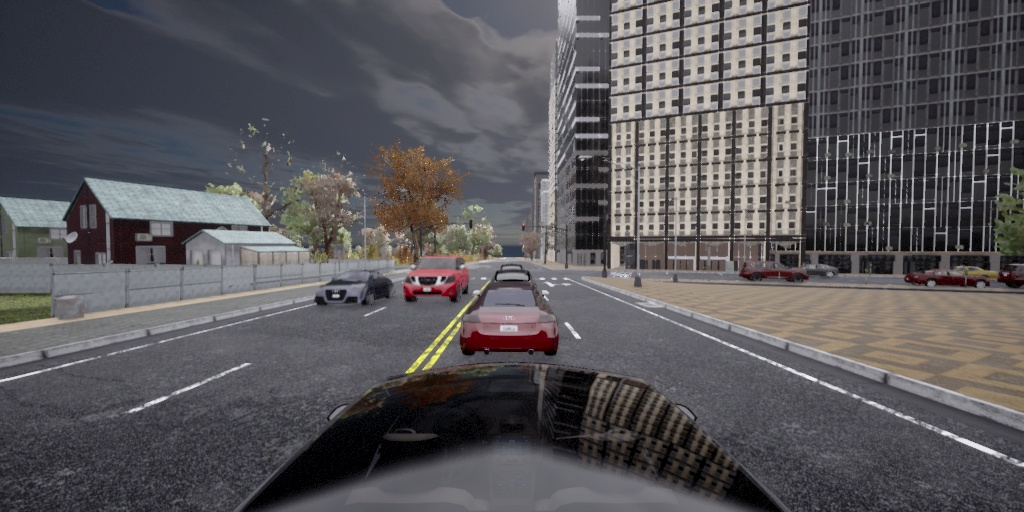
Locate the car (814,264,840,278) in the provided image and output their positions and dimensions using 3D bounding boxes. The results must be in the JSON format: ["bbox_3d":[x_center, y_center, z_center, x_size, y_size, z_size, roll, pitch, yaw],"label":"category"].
[{"bbox_3d":[31.006,1.465,37.172,4.403,1.370,2.007,0,0,20],"label":"car"}]

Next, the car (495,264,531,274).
[{"bbox_3d":[0.030,1.249,14.027,1.837,1.490,4.892,0,0,0],"label":"car"}]

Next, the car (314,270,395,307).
[{"bbox_3d":[-6.559,1.309,15.362,1.994,1.385,4.181,0,0,0],"label":"car"}]

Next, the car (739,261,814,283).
[{"bbox_3d":[22.979,1.390,31.715,5.009,1.841,2.192,0,0,20],"label":"car"}]

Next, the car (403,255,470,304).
[{"bbox_3d":[-3.293,0.967,16.737,2.150,2.045,5.566,0,0,0],"label":"car"}]

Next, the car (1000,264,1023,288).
[{"bbox_3d":[38.955,1.528,25.886,5.009,1.841,2.192,0,0,20],"label":"car"}]

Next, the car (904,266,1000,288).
[{"bbox_3d":[33.630,1.712,27.829,4.507,1.381,1.888,0,0,20],"label":"car"}]

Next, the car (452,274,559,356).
[{"bbox_3d":[-0.032,1.310,8.642,1.994,1.385,4.181,0,0,1],"label":"car"}]
